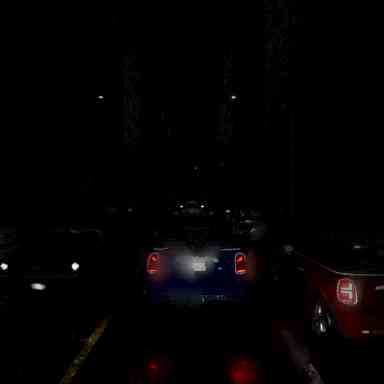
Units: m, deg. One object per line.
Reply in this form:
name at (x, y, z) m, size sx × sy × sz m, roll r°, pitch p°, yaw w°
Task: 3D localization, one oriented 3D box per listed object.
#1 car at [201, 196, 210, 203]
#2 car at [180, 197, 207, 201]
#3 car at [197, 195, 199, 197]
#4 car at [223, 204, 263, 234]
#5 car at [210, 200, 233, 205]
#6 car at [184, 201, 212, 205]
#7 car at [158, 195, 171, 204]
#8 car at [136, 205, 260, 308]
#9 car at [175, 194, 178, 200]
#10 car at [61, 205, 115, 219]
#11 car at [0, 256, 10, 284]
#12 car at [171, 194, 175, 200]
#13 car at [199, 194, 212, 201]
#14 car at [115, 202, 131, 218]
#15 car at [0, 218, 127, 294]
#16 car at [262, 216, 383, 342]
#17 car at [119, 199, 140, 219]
car at (2.873, 1.579, 71.163) m, size 1.752 × 1.417 × 4.829 m, roll 0°, pitch 0°, yaw 0°
car at (-0.010, 1.460, 27.358) m, size 1.801 × 1.575 × 5.366 m, roll 0°, pitch 0°, yaw 0°
car at (2.881, 1.616, 76.401) m, size 2.008 × 1.369 × 4.403 m, roll 0°, pitch 0°, yaw 0°
car at (2.847, 1.552, 17.491) m, size 2.008 × 1.369 × 4.403 m, roll 0°, pitch 0°, yaw 0°
car at (2.844, 1.569, 28.493) m, size 1.947 × 1.339 × 4.313 m, roll 0°, pitch 0°, yaw 0°
car at (0.089, 1.479, 17.336) m, size 1.882 × 1.535 × 5.008 m, roll 0°, pitch 0°, yaw 0°
car at (-5.660, 1.626, 65.594) m, size 1.802 × 1.307 × 4.206 m, roll 0°, pitch 0°, yaw 0°
car at (0.096, 1.352, 8.055) m, size 2.097 × 1.767 × 4.553 m, roll 0°, pitch 0°, yaw 0°
car at (-5.621, 1.638, 92.466) m, size 1.752 × 1.417 × 4.829 m, roll 0°, pitch 0°, yaw 0°
car at (-5.678, 1.567, 17.488) m, size 1.947 × 1.339 × 4.313 m, roll 0°, pitch 0°, yaw 0°
car at (-5.674, 1.582, 6.485) m, size 1.802 × 1.307 × 4.206 m, roll 0°, pitch 0°, yaw 0°
car at (-5.644, 1.616, 76.410) m, size 2.008 × 1.369 × 4.403 m, roll 0°, pitch 0°, yaw 0°
car at (2.864, 1.484, 65.584) m, size 1.967 × 1.590 × 4.097 m, roll 0°, pitch 0°, yaw 0°
car at (-5.680, 1.584, 22.989) m, size 1.802 × 1.307 × 4.206 m, roll 0°, pitch 0°, yaw 0°
car at (-3.104, 1.601, 8.924) m, size 1.895 × 1.301 × 4.718 m, roll 0°, pitch 0°, yaw 0°
car at (2.851, 1.440, 6.488) m, size 1.967 × 1.590 × 4.097 m, roll 0°, pitch 0°, yaw 0°
car at (-5.682, 1.443, 28.491) m, size 1.967 × 1.590 × 4.097 m, roll 0°, pitch 0°, yaw 0°
